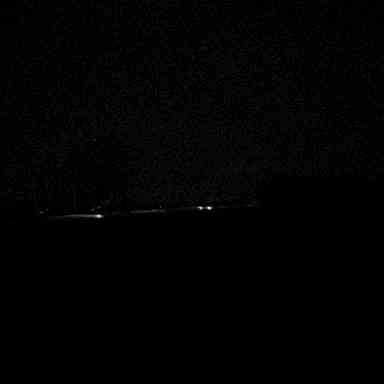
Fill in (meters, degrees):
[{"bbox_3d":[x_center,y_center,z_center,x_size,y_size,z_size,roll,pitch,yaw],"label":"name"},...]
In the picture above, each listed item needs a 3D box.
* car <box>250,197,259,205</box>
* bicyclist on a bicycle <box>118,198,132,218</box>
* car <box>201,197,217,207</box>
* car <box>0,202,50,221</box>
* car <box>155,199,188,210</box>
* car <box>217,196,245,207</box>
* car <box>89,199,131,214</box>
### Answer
[{"bbox_3d":[11.933,1.477,58.536,2.128,1.511,4.902,-1,-1,35],"label":"car"},{"bbox_3d":[-5.675,1.351,28.099,1.656,1.620,0.582,0,0,35],"label":"bicyclist on a bicycle"},{"bbox_3d":[3.166,1.500,50.948,1.812,1.442,4.674,-1,-1,36],"label":"car"},{"bbox_3d":[-14.144,1.539,26.418,2.033,1.411,5.357,-1,-1,34],"label":"car"},{"bbox_3d":[-2.655,1.558,42.752,1.895,1.301,4.718,-1,-1,35],"label":"car"},{"bbox_3d":[6.238,1.405,50.354,1.882,1.535,5.008,-1,-1,36],"label":"car"},{"bbox_3d":[-8.417,1.496,34.596,1.812,1.442,4.674,-1,-1,35],"label":"car"}]
